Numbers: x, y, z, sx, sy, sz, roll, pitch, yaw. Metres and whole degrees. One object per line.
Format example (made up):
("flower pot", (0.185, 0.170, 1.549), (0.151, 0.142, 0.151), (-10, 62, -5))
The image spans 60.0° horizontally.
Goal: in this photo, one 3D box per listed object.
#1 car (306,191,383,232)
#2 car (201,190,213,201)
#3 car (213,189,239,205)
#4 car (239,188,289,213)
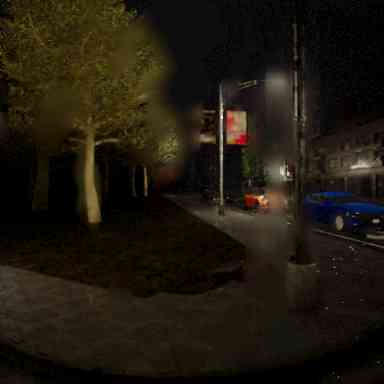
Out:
("car", (6.427, 0.747, 14.664), (1.882, 1.535, 5.008), (0, 1, -7))
("car", (2.388, 0.446, 44.182), (2.033, 1.411, 5.357), (0, 1, -7))
("car", (3.832, 0.487, 33.676), (1.882, 1.535, 5.008), (0, 1, -8))
("car", (5.171, 0.487, 23.794), (2.097, 1.767, 4.553), (0, 1, -7))
